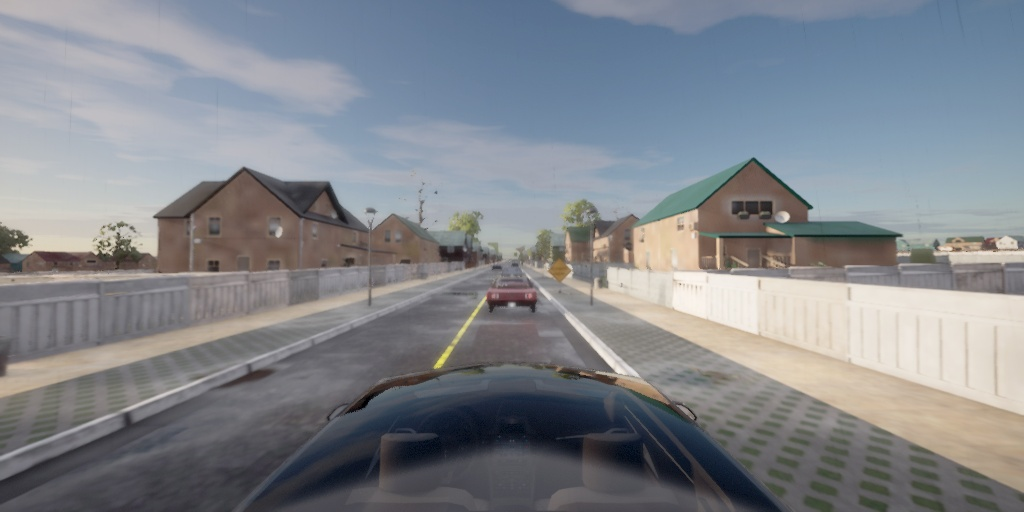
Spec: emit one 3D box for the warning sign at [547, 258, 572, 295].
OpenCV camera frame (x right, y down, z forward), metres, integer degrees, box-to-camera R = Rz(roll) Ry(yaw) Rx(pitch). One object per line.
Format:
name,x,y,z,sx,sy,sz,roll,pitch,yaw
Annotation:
warning sign,2.513,1.048,18.773,1.300,1.860,1.060,0,0,0

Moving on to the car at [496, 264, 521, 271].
car,0.000,1.591,29.399,2.033,1.411,5.357,0,-1,0

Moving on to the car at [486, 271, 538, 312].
car,0.010,1.495,15.109,1.895,1.301,4.718,0,-1,0
